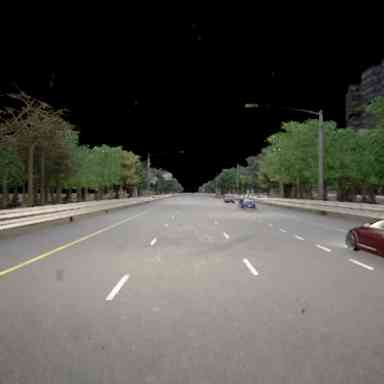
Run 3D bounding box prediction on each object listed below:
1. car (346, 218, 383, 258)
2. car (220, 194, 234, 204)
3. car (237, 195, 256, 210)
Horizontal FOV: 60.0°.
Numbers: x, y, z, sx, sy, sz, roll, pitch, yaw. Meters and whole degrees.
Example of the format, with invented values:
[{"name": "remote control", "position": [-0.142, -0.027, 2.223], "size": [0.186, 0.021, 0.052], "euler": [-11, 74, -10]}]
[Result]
[{"name": "car", "position": [7.009, 1.567, 11.345], "size": [1.994, 1.385, 4.181], "euler": [0, 0, 0]}, {"name": "car", "position": [7.151, 1.597, 65.666], "size": [1.895, 1.301, 4.718], "euler": [0, 0, 0]}, {"name": "car", "position": [7.087, 1.533, 43.240], "size": [1.812, 1.442, 4.674], "euler": [0, 0, 0]}]
